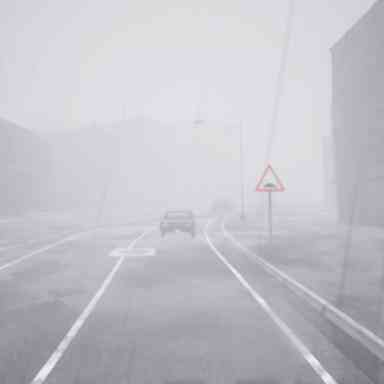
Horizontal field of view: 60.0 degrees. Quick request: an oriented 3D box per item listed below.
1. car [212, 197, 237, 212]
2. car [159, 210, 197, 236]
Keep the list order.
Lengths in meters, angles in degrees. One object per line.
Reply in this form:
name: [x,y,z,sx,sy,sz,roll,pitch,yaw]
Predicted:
car: [3.981,1.432,40.137,2.097,1.767,4.553,-2,-1,22]
car: [-0.681,1.709,19.253,1.895,1.301,4.718,-1,0,2]
